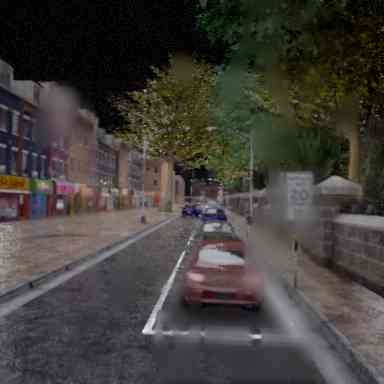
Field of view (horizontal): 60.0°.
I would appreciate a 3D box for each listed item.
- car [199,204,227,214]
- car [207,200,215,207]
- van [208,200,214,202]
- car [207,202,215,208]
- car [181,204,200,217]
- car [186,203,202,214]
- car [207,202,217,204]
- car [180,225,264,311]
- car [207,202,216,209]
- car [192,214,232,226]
[{"bbox_3d":[1.788,1.980,26.739,1.882,1.535,5.008,1,-1,3],"label":"car"},{"bbox_3d":[5.110,3.096,88.913,2.192,1.841,5.009,2,-1,3],"label":"car"},{"bbox_3d":[3.016,2.317,50.832,1.690,1.788,3.998,2,-1,3],"label":"van"},{"bbox_3d":[4.803,3.243,83.468,1.802,1.307,4.206,2,-1,3],"label":"car"},{"bbox_3d":[-0.168,2.193,40.282,1.882,1.535,5.008,1,-1,4],"label":"car"},{"bbox_3d":[0.381,2.477,50.962,2.033,1.411,5.357,1,-1,4],"label":"car"},{"bbox_3d":[2.411,2.308,39.948,2.008,1.369,4.403,2,-1,3],"label":"car"},{"bbox_3d":[0.676,1.728,7.930,1.802,1.307,4.206,2,-1,3],"label":"car"},{"bbox_3d":[4.216,2.955,72.759,1.752,1.417,4.829,2,-1,3],"label":"car"},{"bbox_3d":[0.948,1.795,13.207,2.008,1.369,4.403,2,-1,3],"label":"car"}]
